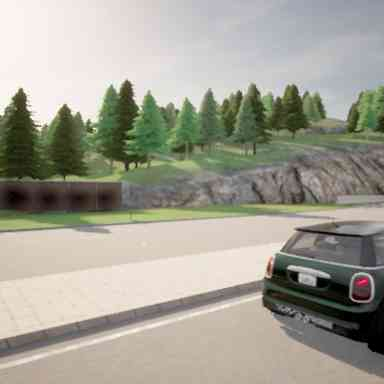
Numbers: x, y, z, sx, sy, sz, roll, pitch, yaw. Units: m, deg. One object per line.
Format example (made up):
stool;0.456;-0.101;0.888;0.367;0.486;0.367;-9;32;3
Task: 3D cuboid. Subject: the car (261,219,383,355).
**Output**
car;3.455;1.318;6.210;4.553;1.767;2.097;0;0;-35
